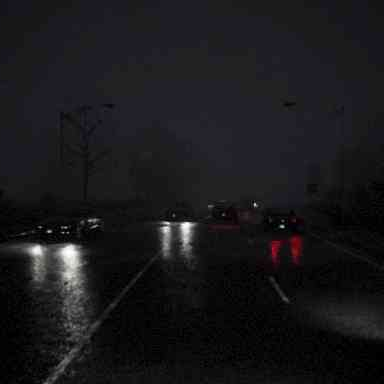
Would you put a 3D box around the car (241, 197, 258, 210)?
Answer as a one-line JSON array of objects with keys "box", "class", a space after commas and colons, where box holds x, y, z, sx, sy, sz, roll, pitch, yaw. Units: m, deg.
[{"box": [6.761, 1.491, 42.302, 2.128, 1.511, 4.902, 0, 0, 17], "class": "car"}]

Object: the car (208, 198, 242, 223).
[{"box": [2.669, 1.473, 25.815, 1.882, 1.535, 5.008, 0, 0, 10], "class": "car"}]

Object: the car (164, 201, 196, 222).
[{"box": [-0.892, 1.489, 26.832, 1.837, 1.490, 4.892, 0, 0, 11], "class": "car"}]

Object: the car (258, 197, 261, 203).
[{"box": [12.250, 1.590, 65.882, 1.895, 1.301, 4.718, 0, 0, 25], "class": "car"}]

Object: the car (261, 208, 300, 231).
[{"box": [5.291, 1.606, 20.488, 1.895, 1.301, 4.718, 0, 0, 8], "class": "car"}]

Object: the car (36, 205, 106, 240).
[{"box": [-5.942, 1.483, 16.927, 1.837, 1.490, 4.892, 0, 0, 7], "class": "car"}]
